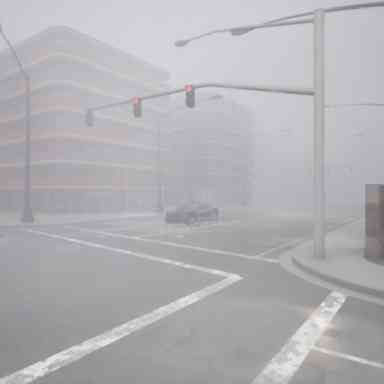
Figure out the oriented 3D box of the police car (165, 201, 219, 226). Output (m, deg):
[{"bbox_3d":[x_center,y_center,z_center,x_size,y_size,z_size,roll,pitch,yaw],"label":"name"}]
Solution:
[{"bbox_3d":[0.063,1.449,23.804,1.930,1.638,5.238,0,0,35],"label":"police car"}]
